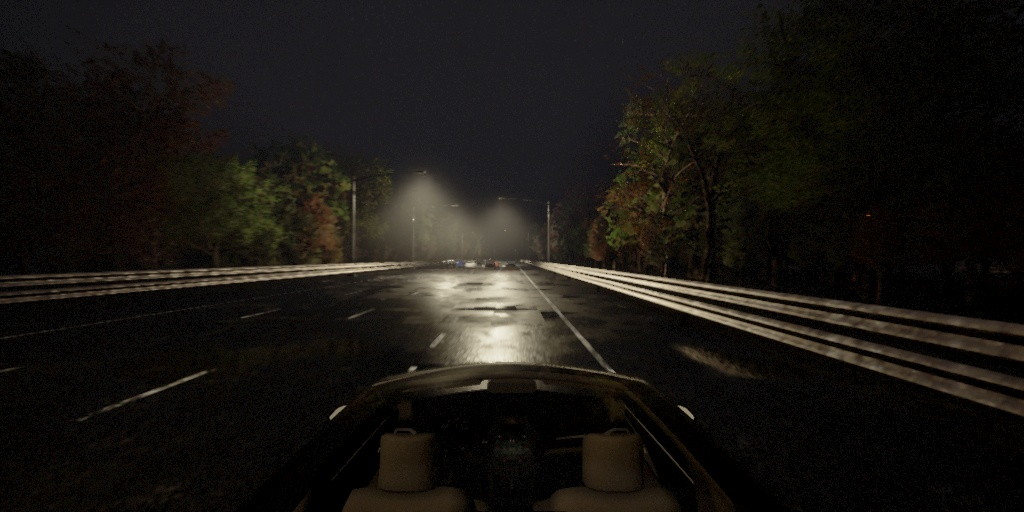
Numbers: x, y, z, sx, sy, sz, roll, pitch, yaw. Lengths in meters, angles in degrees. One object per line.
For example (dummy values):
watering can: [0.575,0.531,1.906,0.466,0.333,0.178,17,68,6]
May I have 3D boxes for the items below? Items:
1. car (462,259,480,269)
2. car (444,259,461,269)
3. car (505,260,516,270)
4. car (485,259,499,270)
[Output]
car: [-7.235,1.587,63.315,1.812,1.442,4.674,0,0,0]
car: [-10.733,1.542,62.884,2.128,1.511,4.902,0,0,0]
car: [-0.234,1.584,62.924,2.128,1.511,4.902,0,0,0]
car: [-3.733,1.552,62.911,1.882,1.535,5.008,0,0,0]
